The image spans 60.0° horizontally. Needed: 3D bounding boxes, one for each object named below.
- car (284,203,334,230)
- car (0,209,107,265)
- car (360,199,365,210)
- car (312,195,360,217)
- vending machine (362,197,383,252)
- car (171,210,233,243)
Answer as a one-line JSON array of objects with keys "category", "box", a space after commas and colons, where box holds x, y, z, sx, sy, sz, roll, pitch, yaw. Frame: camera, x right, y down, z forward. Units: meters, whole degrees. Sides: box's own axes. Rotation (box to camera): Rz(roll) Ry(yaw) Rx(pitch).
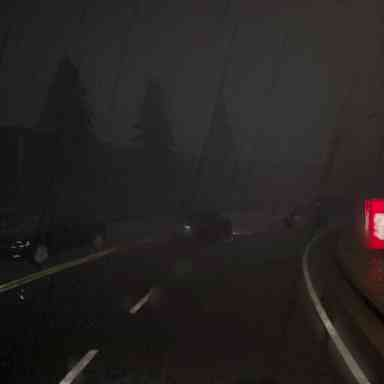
[{"category": "car", "box": [7.560, 1.637, 21.708, 1.994, 1.385, 4.181, 0, 0, 34]}, {"category": "car", "box": [-5.009, 1.472, 11.992, 1.882, 1.535, 5.008, 0, 0, 18]}, {"category": "car", "box": [24.486, 1.726, 47.113, 4.674, 1.442, 1.812, 1, 0, -23]}, {"category": "car", "box": [14.302, 1.347, 33.613, 5.566, 2.045, 2.150, 0, 0, -37]}, {"category": "vending machine", "box": [7.384, 1.254, 13.144, 1.100, 2.100, 0.880, 0, 0, 24]}, {"category": "car", "box": [0.634, 1.594, 16.551, 1.994, 1.385, 4.181, 0, 0, 23]}]
